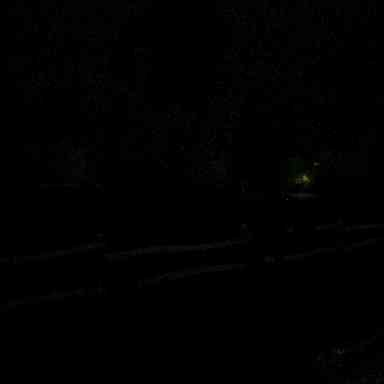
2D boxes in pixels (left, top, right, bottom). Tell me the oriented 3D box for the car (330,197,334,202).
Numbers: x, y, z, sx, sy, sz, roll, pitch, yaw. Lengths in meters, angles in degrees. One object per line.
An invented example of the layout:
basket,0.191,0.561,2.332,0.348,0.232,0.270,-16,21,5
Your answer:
car,26.881,1.378,68.363,4.181,1.385,1.994,0,0,25

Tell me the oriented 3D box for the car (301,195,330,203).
car,24.299,1.508,66.208,4.892,1.490,1.837,0,0,27
